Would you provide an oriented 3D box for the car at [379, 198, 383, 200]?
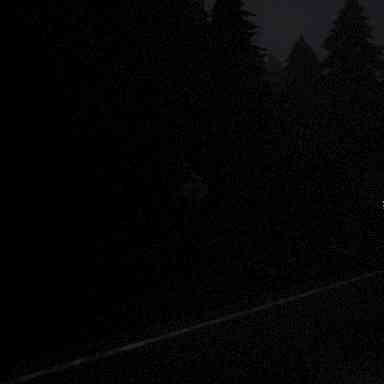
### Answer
[{"bbox_3d":[35.288,1.856,60.961,4.553,1.767,2.097,-2,1,-35],"label":"car"}]
